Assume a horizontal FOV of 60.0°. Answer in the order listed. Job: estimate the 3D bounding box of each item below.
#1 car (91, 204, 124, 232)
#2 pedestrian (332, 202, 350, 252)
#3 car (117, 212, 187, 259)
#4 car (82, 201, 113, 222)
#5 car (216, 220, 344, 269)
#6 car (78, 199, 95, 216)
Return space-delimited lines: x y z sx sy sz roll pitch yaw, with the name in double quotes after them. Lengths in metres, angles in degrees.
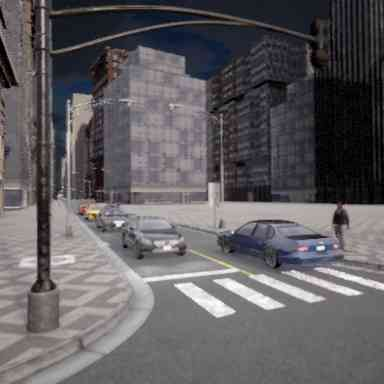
-5.534 1.872 23.251 2.128 1.511 4.902 0 -1 -22 "car"
5.560 1.276 12.431 0.375 1.860 0.375 0 -1 -22 "pedestrian"
-1.733 1.755 13.905 1.812 1.442 4.674 0 -1 -22 "car"
-9.397 2.014 32.820 1.882 1.535 5.008 0 -1 -22 "car"
2.774 1.704 11.918 2.033 1.411 5.357 0 -1 -22 "car"
-13.255 1.911 42.473 2.150 2.045 5.566 0 -1 -22 "car"
